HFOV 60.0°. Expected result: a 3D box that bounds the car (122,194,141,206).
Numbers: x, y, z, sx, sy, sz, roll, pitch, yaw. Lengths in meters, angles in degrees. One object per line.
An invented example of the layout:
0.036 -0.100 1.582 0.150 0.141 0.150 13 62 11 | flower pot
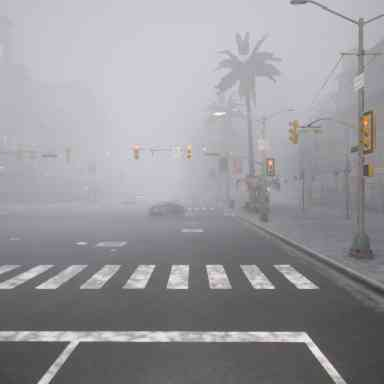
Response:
-10.538 1.547 56.742 2.033 1.411 5.357 0 0 1 | car

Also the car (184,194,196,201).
-0.135 1.355 85.369 2.097 1.767 4.553 0 0 -4 | car

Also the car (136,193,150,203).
-10.510 1.221 66.989 2.150 2.045 5.566 0 0 0 | car

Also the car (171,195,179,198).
-3.399 1.564 66.194 1.994 1.385 4.181 0 0 0 | car

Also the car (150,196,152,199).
-10.498 1.478 77.441 1.882 1.535 5.008 0 0 0 | car

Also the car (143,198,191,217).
-2.290 1.564 31.353 1.994 1.385 4.181 0 0 30 | car
